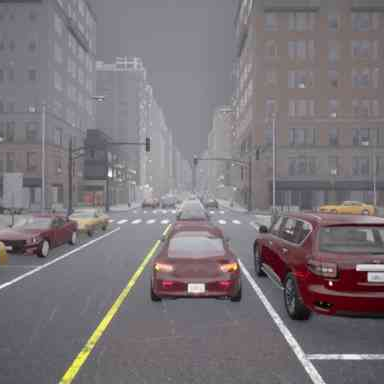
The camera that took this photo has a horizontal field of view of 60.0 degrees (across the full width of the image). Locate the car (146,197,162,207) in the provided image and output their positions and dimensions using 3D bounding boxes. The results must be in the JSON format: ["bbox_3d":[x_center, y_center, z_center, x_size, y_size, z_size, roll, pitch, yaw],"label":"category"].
[{"bbox_3d":[-5.825,1.552,51.163,1.887,1.381,4.507,1,0,0],"label":"car"}]

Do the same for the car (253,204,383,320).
[{"bbox_3d":[2.682,1.316,7.209,2.192,1.841,5.009,1,0,0],"label":"car"}]

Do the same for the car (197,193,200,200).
[{"bbox_3d":[2.711,1.328,68.171,2.192,1.841,5.009,1,0,0],"label":"car"}]

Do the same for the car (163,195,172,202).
[{"bbox_3d":[-5.811,1.459,79.527,1.967,1.590,4.097,1,0,0],"label":"car"}]

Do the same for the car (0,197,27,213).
[{"bbox_3d":[-17.246,1.196,29.665,4.553,1.767,2.097,1,-1,0],"label":"car"}]

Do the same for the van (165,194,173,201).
[{"bbox_3d":[-5.807,1.363,85.200,1.690,1.788,3.998,1,0,0],"label":"van"}]

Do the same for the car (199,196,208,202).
[{"bbox_3d":[2.714,1.601,79.517,1.802,1.307,4.206,1,0,0],"label":"car"}]

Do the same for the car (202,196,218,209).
[{"bbox_3d":[2.698,1.588,45.477,1.802,1.307,4.206,1,0,0],"label":"car"}]

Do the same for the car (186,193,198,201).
[{"bbox_3d":[0.042,1.562,85.212,2.033,1.411,5.357,0,0,0],"label":"car"}]

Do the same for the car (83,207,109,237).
[{"bbox_3d":[-5.840,1.528,18.300,1.752,1.417,4.829,1,0,0],"label":"car"}]

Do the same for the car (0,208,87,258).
[{"bbox_3d":[-5.843,1.546,12.846,1.887,1.381,4.507,1,0,0],"label":"car"}]

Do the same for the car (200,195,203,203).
[{"bbox_3d":[2.703,1.591,56.824,1.802,1.307,4.206,1,0,0],"label":"car"}]

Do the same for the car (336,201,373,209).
[{"bbox_3d":[15.140,1.638,32.667,5.008,1.535,1.882,0,-1,1],"label":"car"}]

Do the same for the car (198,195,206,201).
[{"bbox_3d":[2.719,1.591,90.864,1.947,1.339,4.313,1,0,0],"label":"car"}]

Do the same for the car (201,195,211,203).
[{"bbox_3d":[2.700,1.590,51.150,1.802,1.307,4.206,1,0,0],"label":"car"}]

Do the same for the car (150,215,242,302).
[{"bbox_3d":[0.090,1.527,8.166,1.812,1.442,4.674,0,0,0],"label":"car"}]

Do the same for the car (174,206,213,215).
[{"bbox_3d":[0.071,1.603,17.344,1.895,1.301,4.718,0,0,0],"label":"car"}]

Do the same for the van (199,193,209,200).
[{"bbox_3d":[2.708,1.352,62.498,1.690,1.788,3.998,1,0,0],"label":"van"}]

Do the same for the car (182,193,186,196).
[{"bbox_3d":[-2.965,1.554,71.133,2.033,1.411,5.357,0,0,0],"label":"car"}]

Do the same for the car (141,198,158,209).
[{"bbox_3d":[-5.828,1.551,45.490,1.887,1.381,4.507,1,0,0],"label":"car"}]

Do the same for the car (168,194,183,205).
[{"bbox_3d":[-3.054,1.573,57.798,1.994,1.385,4.181,0,0,0],"label":"car"}]

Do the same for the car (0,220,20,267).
[{"bbox_3d":[-5.846,1.526,7.051,1.752,1.417,4.829,1,0,0],"label":"car"}]

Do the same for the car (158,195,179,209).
[{"bbox_3d":[-3.074,1.511,45.108,1.837,1.490,4.892,0,0,0],"label":"car"}]
